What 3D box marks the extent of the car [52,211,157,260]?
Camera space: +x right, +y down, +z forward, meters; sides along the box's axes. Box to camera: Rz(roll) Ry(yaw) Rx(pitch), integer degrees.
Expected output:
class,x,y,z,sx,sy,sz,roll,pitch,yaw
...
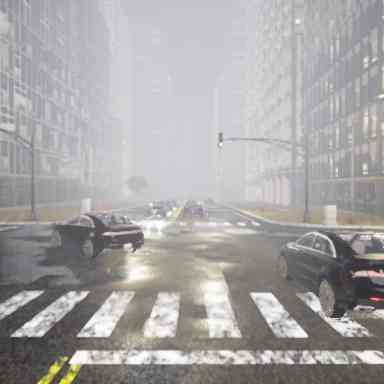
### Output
class,x,y,z,sx,sy,sz,roll,pitch,yaw
car,-3.799,1.541,12.932,2.128,1.511,4.902,0,1,-43

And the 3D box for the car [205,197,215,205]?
class,x,y,z,sx,sy,sz,roll,pitch,yaw
car,3.246,1.701,62.295,1.994,1.385,4.181,0,0,0

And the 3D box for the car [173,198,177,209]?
class,x,y,z,sx,sy,sz,roll,pitch,yaw
car,-3.325,1.661,41.257,1.994,1.385,4.181,0,0,0

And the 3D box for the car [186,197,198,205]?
class,x,y,z,sx,sy,sz,roll,pitch,yaw
car,-0.004,1.683,61.511,2.033,1.411,5.357,0,0,0

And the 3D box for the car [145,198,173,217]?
class,x,y,z,sx,sy,sz,roll,pitch,yaw
car,-3.344,1.570,32.046,2.128,1.511,4.902,0,0,0

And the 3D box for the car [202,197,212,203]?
class,x,y,z,sx,sy,sz,roll,pitch,yaw
car,3.246,1.747,71.957,1.895,1.301,4.718,0,0,0

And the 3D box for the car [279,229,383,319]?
class,x,y,z,sx,sy,sz,roll,pitch,yaw
car,3.343,1.570,7.453,2.128,1.511,4.902,0,-2,0

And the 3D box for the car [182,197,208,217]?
class,x,y,z,sx,sy,sz,roll,pitch,yaw
car,0.098,1.569,31.955,2.128,1.511,4.902,0,0,0
